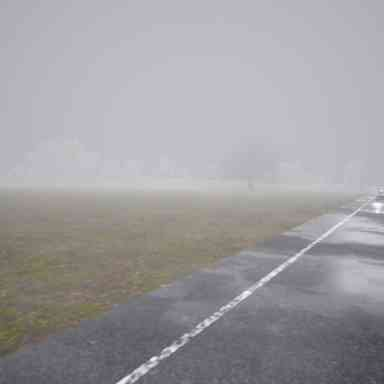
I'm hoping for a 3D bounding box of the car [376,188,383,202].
[{"bbox_3d":[23.431,0.534,40.222,1.895,1.301,4.718,4,3,31],"label":"car"}]
